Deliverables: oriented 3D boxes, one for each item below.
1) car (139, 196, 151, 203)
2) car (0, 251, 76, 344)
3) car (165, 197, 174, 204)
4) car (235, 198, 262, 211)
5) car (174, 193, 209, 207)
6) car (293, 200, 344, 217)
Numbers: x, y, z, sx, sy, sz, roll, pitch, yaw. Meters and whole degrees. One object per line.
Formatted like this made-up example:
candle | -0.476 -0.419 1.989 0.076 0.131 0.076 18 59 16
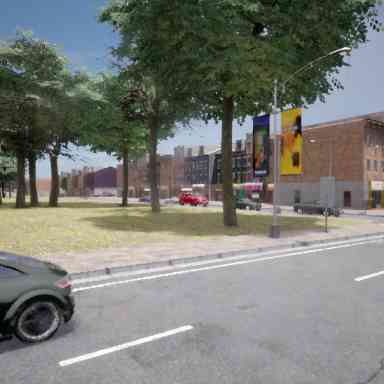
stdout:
car | -8.779 1.402 66.612 2.033 1.411 5.357 1 0 -35
car | -3.941 1.562 4.866 4.181 1.385 1.994 0 0 -36
car | -2.907 1.489 58.461 1.895 1.301 4.718 1 0 -35
car | 6.363 1.497 40.457 1.837 1.490 4.892 1 0 -35
car | 0.158 1.136 49.187 2.150 2.045 5.566 1 0 -35
car | 12.193 1.588 32.268 1.837 1.490 4.892 1 0 -35
